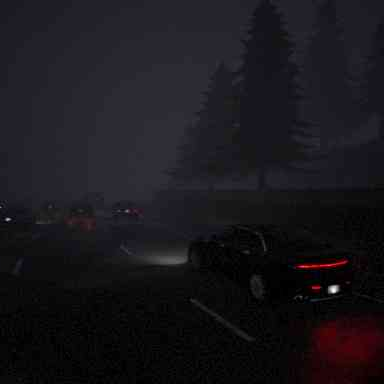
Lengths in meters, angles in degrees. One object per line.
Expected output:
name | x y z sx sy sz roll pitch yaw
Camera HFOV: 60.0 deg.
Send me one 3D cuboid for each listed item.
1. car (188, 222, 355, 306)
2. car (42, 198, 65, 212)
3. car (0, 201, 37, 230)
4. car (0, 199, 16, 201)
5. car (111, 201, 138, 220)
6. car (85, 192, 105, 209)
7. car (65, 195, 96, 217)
car | 1.540 1.494 8.214 1.837 1.490 4.892 0 0 -25
car | -14.822 1.351 35.965 1.812 1.442 4.674 0 0 -12
car | -10.582 1.454 19.939 1.994 1.385 4.181 0 0 -19
car | -17.501 1.384 31.733 1.994 1.385 4.181 0 0 -13
car | -5.470 1.449 26.854 2.033 1.411 5.357 0 0 -16
car | -12.367 1.045 42.017 2.150 2.045 5.566 0 0 -10
car | -9.713 1.348 29.381 1.882 1.535 5.008 0 0 -15
